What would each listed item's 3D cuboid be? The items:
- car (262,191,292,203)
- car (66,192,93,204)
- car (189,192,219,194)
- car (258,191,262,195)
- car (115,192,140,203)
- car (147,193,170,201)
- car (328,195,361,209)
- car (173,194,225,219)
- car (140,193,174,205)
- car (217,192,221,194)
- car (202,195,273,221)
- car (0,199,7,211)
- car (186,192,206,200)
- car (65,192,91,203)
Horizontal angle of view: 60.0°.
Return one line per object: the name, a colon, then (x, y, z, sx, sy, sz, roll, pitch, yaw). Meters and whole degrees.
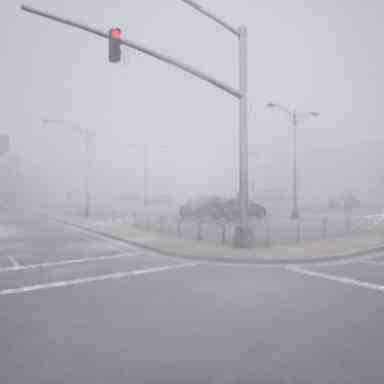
car: (14.084, 0.726, 53.873, 4.605, 1.855, 1.932, -1, 0, -35)
car: (-18.221, 1.216, 54.246, 3.806, 1.475, 1.970, -1, 0, -35)
car: (0.944, 1.110, 40.294, 3.633, 1.501, 1.845, -1, 0, -35)
car: (12.082, 0.709, 56.019, 3.866, 1.878, 1.905, -1, 0, -35)
car: (-11.292, 0.878, 59.130, 4.605, 1.855, 1.932, -1, 0, -35)
car: (-7.057, 0.991, 70.554, 4.514, 1.523, 2.007, -1, 0, -35)
car: (16.822, 1.080, 36.754, 3.806, 1.475, 1.970, -1, 0, -35)
car: (1.434, 1.189, 26.188, 5.027, 1.636, 2.152, -1, 0, -35)
car: (-4.743, 1.087, 48.511, 4.514, 1.523, 2.007, -1, 0, -35)
car: (4.757, 0.784, 66.509, 5.027, 1.636, 2.152, -1, 0, -35)
car: (3.273, 1.198, 23.647, 4.514, 1.523, 2.007, -1, 0, -35)
car: (-22.820, 1.491, 38.750, 1.812, 1.442, 4.674, -1, 0, -35)
car: (0.818, 0.865, 71.586, 3.806, 1.475, 1.970, -1, 0, -35)
car: (-19.625, 0.926, 57.321, 3.866, 1.878, 1.905, -1, 0, -35)
